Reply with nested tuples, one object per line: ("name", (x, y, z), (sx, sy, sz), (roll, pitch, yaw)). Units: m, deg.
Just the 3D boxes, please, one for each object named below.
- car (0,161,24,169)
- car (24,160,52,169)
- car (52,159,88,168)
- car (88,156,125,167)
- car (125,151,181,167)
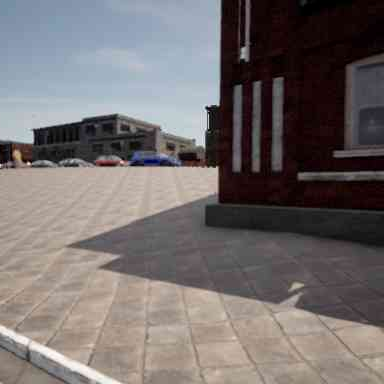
("car", (-23.776, -3.440, 45.436), (4.792, 1.488, 2.163), (1, 1, 29))
("car", (-18.912, -3.340, 42.829), (4.674, 1.452, 2.002), (1, 1, 28))
("car", (-14.079, -3.290, 40.371), (4.892, 1.521, 2.231), (1, 1, 27))
("car", (-8.998, -3.305, 37.929), (4.553, 1.767, 2.185), (1, 1, 26))
("car", (-3.897, -3.298, 35.591), (5.566, 2.045, 2.435), (1, 1, 25))
